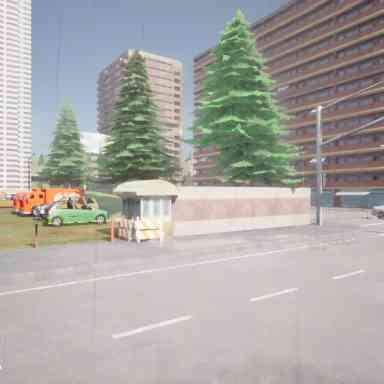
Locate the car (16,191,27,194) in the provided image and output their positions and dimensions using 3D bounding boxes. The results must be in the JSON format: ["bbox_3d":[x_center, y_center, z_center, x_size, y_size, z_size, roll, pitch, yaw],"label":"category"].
[{"bbox_3d":[-25.799,1.204,46.638,3.866,1.878,1.905,0,0,-35],"label":"car"}]

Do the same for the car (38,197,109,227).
[{"bbox_3d":[-7.437,1.341,21.496,3.988,1.617,1.851,0,0,-35],"label":"car"}]

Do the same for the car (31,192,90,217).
[{"bbox_3d":[-9.461,1.172,25.546,4.605,1.855,1.932,0,0,-35],"label":"car"}]

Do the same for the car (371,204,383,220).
[{"bbox_3d":[17.141,1.569,27.008,1.812,1.442,4.674,0,-1,-41],"label":"car"}]

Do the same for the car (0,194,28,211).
[{"bbox_3d":[-24.520,1.394,44.116,4.193,1.474,1.816,0,0,-35],"label":"car"}]
